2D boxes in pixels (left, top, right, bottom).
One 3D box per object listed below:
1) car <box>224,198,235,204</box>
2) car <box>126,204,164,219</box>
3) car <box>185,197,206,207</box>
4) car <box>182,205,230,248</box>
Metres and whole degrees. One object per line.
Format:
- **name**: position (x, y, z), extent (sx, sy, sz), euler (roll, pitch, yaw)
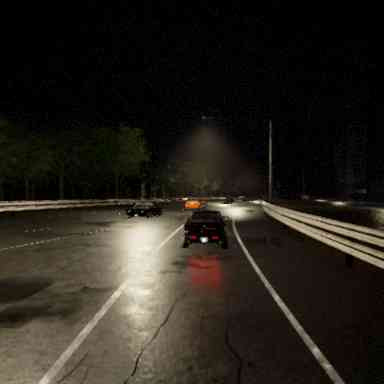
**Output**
- **car**: position (8.683, 2.065, 76.349), extent (1.837, 1.490, 4.892), euler (0, 0, 16)
- **car**: position (-4.156, 1.713, 30.447), extent (1.895, 1.301, 4.718), euler (1, 0, 16)
- **car**: position (0.586, 1.622, 47.406), extent (2.097, 1.767, 4.553), euler (0, 0, 16)
- **car**: position (0.637, 1.577, 15.220), extent (1.837, 1.490, 4.892), euler (0, 0, 4)
